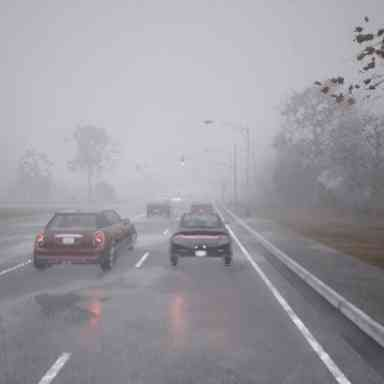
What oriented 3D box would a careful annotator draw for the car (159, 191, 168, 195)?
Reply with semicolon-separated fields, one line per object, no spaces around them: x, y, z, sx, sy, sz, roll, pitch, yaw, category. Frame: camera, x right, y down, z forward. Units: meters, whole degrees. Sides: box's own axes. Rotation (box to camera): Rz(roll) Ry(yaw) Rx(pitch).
-7.328;0.522;85.618;2.097;1.767;4.553;0;3;2;car

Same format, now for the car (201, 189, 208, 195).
3.186;0.640;85.727;2.033;1.411;5.357;0;3;2;car

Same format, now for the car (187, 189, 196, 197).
-0.292;0.617;86.293;1.812;1.442;4.674;0;3;2;car

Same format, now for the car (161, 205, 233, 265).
0.293;1.430;11.406;2.128;1.511;4.902;0;0;1;car

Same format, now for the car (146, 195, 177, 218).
-2.667;1.321;28.587;1.882;1.535;5.008;0;0;2;car

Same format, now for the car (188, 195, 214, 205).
0.834;1.323;28.538;1.882;1.535;5.008;0;0;2;car

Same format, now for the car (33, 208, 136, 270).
-3.220;1.291;10.907;2.097;1.767;4.553;0;0;1;car

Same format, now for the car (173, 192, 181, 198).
-3.833;0.696;85.444;2.128;1.511;4.902;0;3;2;car
